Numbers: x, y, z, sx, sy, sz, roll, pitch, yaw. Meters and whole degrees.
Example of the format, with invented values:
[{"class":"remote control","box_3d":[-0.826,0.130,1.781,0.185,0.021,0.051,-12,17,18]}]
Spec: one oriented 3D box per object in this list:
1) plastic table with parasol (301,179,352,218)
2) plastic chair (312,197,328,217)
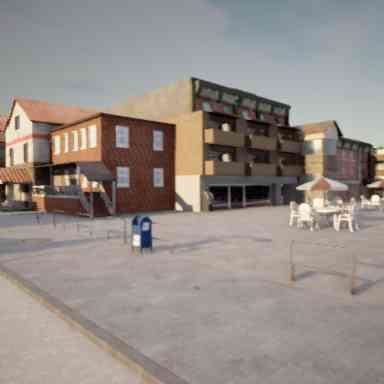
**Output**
[{"class":"plastic table with parasol","box_3d":[9.390,0.387,23.197,2.482,2.480,2.482,-2,1,-43]},{"class":"plastic chair","box_3d":[8.581,1.015,22.354,0.730,1.271,0.750,-2,1,-43]}]
